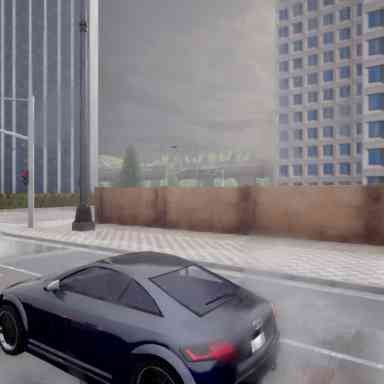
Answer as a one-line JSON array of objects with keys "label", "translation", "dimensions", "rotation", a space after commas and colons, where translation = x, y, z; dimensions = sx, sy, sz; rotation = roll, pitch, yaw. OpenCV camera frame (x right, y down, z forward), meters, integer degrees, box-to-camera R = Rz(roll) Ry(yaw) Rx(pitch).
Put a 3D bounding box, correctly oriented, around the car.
[{"label": "car", "translation": [-0.946, 1.564, 4.677], "dimensions": [4.181, 1.385, 1.994], "rotation": [0, 0, 35]}]
